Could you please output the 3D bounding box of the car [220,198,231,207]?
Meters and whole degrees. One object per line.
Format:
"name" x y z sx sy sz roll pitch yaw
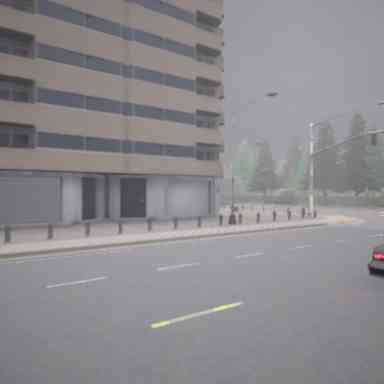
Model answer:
"car" 4.213 1.581 51.920 1.994 1.385 4.181 0 0 -36

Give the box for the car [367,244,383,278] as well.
"car" 6.656 1.536 8.569 5.357 1.411 2.033 0 0 -35
